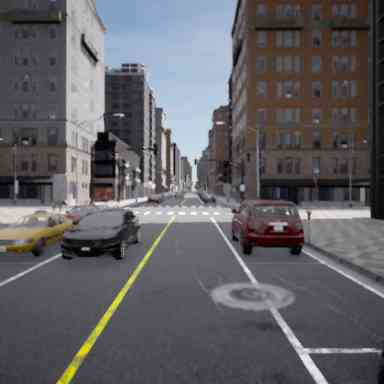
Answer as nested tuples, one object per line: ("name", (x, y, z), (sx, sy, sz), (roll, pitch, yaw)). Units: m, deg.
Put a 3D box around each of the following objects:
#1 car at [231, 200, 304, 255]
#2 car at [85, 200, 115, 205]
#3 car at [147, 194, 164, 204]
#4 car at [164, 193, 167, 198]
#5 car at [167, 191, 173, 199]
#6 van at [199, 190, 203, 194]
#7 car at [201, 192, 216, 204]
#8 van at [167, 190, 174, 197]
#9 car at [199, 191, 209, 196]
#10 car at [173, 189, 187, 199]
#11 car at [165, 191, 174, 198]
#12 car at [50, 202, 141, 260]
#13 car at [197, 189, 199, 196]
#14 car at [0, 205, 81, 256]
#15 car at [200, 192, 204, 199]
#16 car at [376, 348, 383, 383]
("car", (2.693, 1.193, 12.737), (2.192, 1.841, 5.009), (1, 1, 0))
("car", (-5.828, 1.369, 18.382), (1.887, 1.381, 4.507), (1, 1, 0))
("car", (-5.790, 1.061, 51.025), (1.887, 1.381, 4.507), (1, 1, 0))
("car", (-5.783, 1.008, 56.697), (1.887, 1.381, 4.507), (1, 1, 0))
("car", (-5.764, 0.888, 73.716), (1.802, 1.307, 4.206), (1, 1, 0))
("van", (2.758, 0.699, 68.023), (1.690, 1.788, 3.998), (1, 1, 0))
("car", (2.736, 1.098, 51.006), (1.802, 1.307, 4.206), (1, 1, 0))
("van", (-5.742, 0.492, 90.731), (1.690, 1.788, 3.998), (1, 1, 0))
("car", (2.749, 0.992, 62.352), (1.802, 1.307, 4.206), (1, 1, 0))
("car", (-2.910, 0.640, 76.047), (2.097, 1.767, 4.553), (0, 1, 0))
("car", (-5.749, 0.642, 85.059), (1.967, 1.590, 4.097), (1, 1, 0))
("car", (-3.081, 1.361, 12.147), (1.882, 1.535, 5.008), (0, 1, 0))
("car", (2.765, 0.621, 73.696), (2.192, 1.841, 5.009), (1, 1, 0))
("car", (-5.835, 1.405, 12.587), (1.752, 1.417, 4.829), (1, 1, 0))
("car", (2.742, 1.045, 56.679), (1.802, 1.307, 4.206), (1, 1, 0))
("car", (2.679, 1.425, 1.489), (1.967, 1.590, 4.097), (1, 1, 0))
